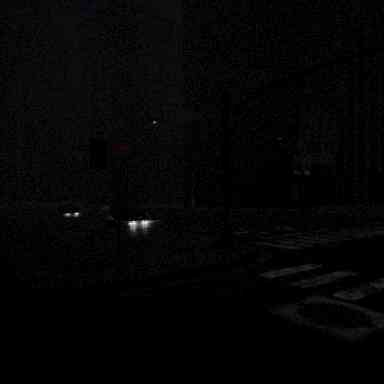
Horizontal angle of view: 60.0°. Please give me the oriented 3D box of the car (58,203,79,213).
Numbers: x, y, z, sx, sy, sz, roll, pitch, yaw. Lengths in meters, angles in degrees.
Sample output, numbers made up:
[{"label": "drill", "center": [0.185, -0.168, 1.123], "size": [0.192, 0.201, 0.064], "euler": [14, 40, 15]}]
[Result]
[{"label": "car", "center": [-18.736, 2.407, 50.324], "size": [2.033, 1.411, 5.357], "euler": [-1, -1, -36]}]

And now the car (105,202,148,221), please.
[{"label": "car", "center": [-6.337, 1.999, 32.983], "size": [2.033, 1.411, 5.357], "euler": [-1, -1, -36]}]

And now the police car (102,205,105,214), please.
[{"label": "police car", "center": [-10.287, 2.144, 44.172], "size": [2.038, 1.542, 4.974], "euler": [-1, -1, -36]}]
